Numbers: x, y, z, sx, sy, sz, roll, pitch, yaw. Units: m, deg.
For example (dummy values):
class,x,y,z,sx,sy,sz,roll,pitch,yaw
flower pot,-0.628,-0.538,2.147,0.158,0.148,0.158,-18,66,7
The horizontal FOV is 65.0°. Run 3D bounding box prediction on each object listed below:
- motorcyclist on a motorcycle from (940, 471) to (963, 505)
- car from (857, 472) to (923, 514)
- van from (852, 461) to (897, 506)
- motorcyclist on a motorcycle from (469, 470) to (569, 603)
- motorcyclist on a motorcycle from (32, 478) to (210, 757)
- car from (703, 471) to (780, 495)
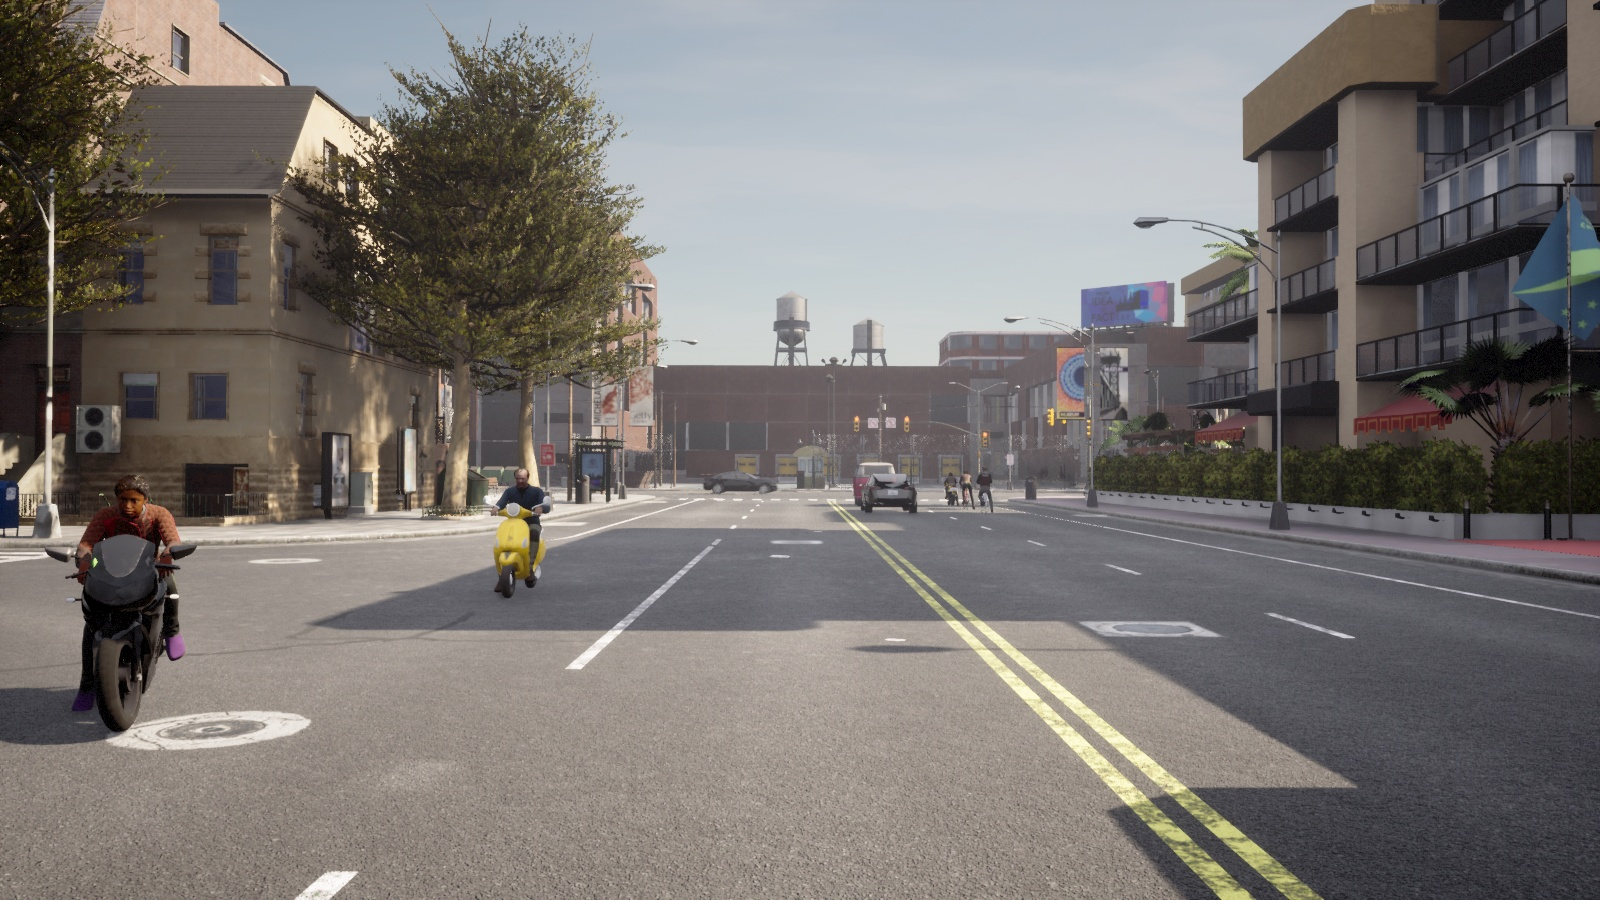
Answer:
class,x,y,z,sx,sy,sz,roll,pitch,yaw
motorcyclist on a motorcycle,6.873,1.725,57.068,0.797,1.523,2.044,0,-1,0
car,3.391,1.608,48.182,2.163,1.488,4.792,0,-1,0
van,3.369,1.512,57.213,1.775,1.987,4.442,0,-1,0
motorcyclist on a motorcycle,-3.536,1.050,15.958,0.866,1.590,1.817,0,-1,0
motorcyclist on a motorcycle,-4.264,0.948,8.029,0.797,1.523,2.044,0,-1,-23
car,-3.847,2.204,83.350,5.008,1.535,1.882,0,-1,0
